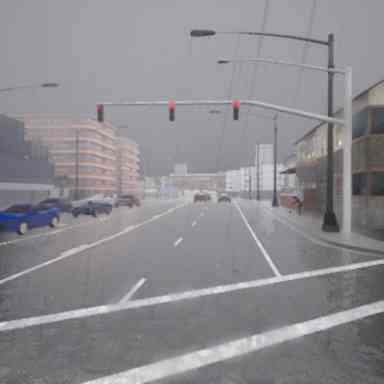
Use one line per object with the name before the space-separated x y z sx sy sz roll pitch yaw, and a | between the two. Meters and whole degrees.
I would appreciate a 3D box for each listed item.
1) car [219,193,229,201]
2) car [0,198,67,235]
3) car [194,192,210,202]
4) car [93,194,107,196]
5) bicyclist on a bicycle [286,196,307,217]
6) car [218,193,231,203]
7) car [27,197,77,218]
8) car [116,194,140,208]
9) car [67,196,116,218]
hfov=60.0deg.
car | 5.932 0.923 61.707 1.812 1.442 4.674 0 -1 6
car | -9.127 1.353 18.274 1.882 1.535 5.008 0 1 6
car | 1.391 0.795 51.624 1.882 1.535 5.008 0 0 6
car | -10.621 0.984 37.974 1.812 1.442 4.674 0 1 6
bicyclist on a bicycle | 8.245 1.134 26.173 1.656 1.620 0.582 0 1 6
car | 4.910 0.869 50.550 1.812 1.442 4.674 0 0 6
car | -11.653 1.227 28.069 1.812 1.442 4.674 0 1 6
car | -7.165 1.011 37.476 1.812 1.442 4.674 0 1 6
car | -8.188 1.329 27.557 1.895 1.301 4.718 0 1 6
